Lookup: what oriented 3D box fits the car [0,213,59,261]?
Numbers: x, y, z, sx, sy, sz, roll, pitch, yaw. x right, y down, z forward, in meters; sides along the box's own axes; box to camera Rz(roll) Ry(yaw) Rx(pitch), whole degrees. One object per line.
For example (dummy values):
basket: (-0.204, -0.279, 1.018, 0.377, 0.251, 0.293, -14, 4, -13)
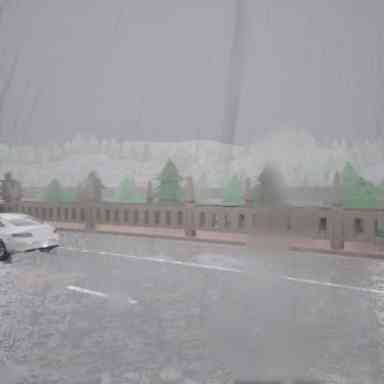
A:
car: (-6.829, 1.490, 11.971, 4.674, 1.442, 1.812, 0, 0, 29)
